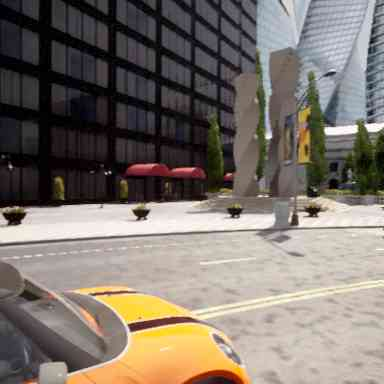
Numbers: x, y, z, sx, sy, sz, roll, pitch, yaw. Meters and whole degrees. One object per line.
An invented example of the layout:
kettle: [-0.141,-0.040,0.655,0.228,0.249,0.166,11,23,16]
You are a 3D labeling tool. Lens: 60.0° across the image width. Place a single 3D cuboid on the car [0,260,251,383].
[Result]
car: [-1.678,1.312,2.328,4.553,1.767,2.097,0,1,-36]
